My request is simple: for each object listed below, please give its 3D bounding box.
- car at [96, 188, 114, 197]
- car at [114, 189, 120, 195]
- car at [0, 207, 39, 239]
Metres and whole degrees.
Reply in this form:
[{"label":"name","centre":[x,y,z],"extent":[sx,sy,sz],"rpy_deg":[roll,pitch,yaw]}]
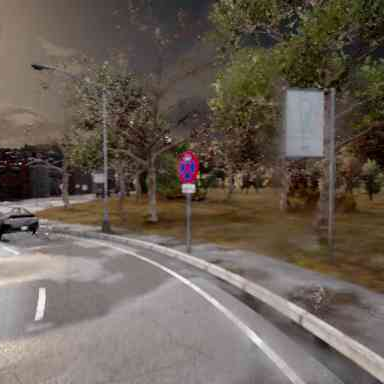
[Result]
[{"label":"car","centre":[-21.119,0.036,79.272],"extent":[2.150,2.045,5.566],"rpy_deg":[-1,2,2]},{"label":"car","centre":[-20.802,-0.122,89.661],"extent":[2.128,1.511,4.902],"rpy_deg":[-1,1,2]},{"label":"car","centre":[-9.925,1.542,17.626],"extent":[4.902,1.511,2.128],"rpy_deg":[-1,0,41]}]
